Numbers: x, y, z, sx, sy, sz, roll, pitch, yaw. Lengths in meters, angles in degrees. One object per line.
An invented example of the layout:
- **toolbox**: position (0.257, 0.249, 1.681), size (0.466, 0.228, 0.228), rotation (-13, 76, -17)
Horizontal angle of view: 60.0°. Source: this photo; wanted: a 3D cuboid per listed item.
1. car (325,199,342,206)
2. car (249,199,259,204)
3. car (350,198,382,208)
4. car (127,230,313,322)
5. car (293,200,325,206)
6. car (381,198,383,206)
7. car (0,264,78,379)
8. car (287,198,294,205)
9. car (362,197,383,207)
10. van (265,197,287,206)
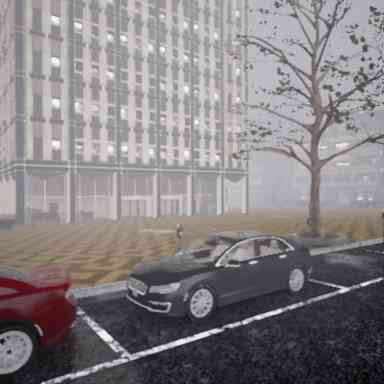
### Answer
- **car**: position (28.469, 2.100, 68.021), size (1.802, 1.307, 4.206), rotation (-2, 0, -36)
- **car**: position (15.333, 2.428, 86.011), size (1.802, 1.307, 4.206), rotation (-2, 0, -36)
- **car**: position (28.051, 1.969, 53.961), size (2.008, 1.369, 4.403), rotation (-2, 0, -36)
- **car**: position (0.780, 1.549, 7.125), size (4.403, 1.369, 2.008), rotation (0, 0, -36)
- **car**: position (21.967, 2.115, 62.432), size (1.887, 1.381, 4.507), rotation (-2, 0, -36)
- **car**: position (31.319, 1.888, 49.451), size (2.008, 1.369, 4.403), rotation (-2, 0, -36)
- **car**: position (-3.719, 1.545, 3.914), size (4.507, 1.381, 1.887), rotation (0, 0, -36)
- **car**: position (21.869, 2.122, 76.995), size (1.967, 1.590, 4.097), rotation (-2, 0, -36)
- **car**: position (33.731, 1.827, 60.841), size (1.967, 1.590, 4.097), rotation (-2, 0, -36)
- **van**: position (17.043, 2.035, 69.316), size (1.690, 1.788, 3.998), rotation (-2, 0, -36)
